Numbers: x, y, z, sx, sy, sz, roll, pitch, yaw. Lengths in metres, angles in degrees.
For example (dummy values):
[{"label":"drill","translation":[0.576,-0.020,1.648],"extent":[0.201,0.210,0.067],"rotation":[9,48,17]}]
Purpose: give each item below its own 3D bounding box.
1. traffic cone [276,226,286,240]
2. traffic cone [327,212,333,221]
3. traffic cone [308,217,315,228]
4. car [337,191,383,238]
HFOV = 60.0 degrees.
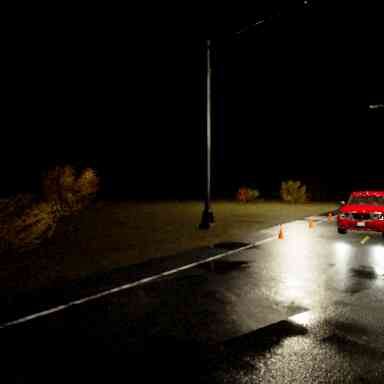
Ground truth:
[{"label":"traffic cone","translation":[3.986,1.798,14.859],"extent":[0.340,0.580,0.340],"rotation":[0,1,35]},{"label":"traffic cone","translation":[9.587,1.697,23.086],"extent":[0.340,0.580,0.340],"rotation":[0,1,34]},{"label":"traffic cone","translation":[6.802,1.748,18.962],"extent":[0.340,0.580,0.340],"rotation":[0,1,34]},{"label":"car","translation":[9.032,1.022,17.012],"extent":[2.150,2.045,5.566],"rotation":[0,1,34]}]
